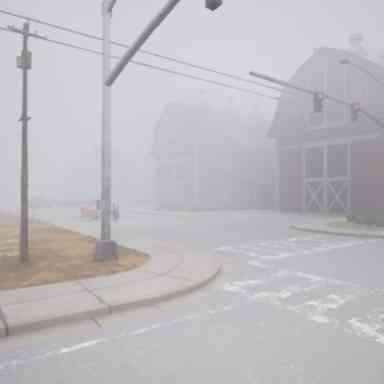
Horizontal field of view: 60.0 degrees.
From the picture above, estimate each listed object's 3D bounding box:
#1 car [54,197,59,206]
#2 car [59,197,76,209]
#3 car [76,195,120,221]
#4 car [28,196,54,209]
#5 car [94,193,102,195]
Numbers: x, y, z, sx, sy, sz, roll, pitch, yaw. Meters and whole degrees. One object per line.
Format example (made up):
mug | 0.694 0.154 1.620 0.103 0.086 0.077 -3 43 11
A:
car | -21.820 1.570 52.945 2.033 1.411 5.357 0 0 -36
car | -16.025 1.449 45.154 1.882 1.535 5.008 -1 0 -36
car | -7.736 1.364 27.844 2.097 1.767 4.553 0 0 -36
car | -21.233 1.352 46.241 2.097 1.767 4.553 0 0 -36
car | -14.531 1.185 50.091 3.866 1.878 1.905 -2 5 11
